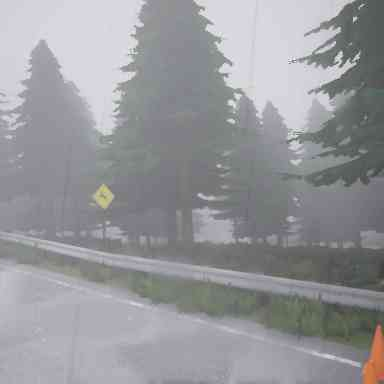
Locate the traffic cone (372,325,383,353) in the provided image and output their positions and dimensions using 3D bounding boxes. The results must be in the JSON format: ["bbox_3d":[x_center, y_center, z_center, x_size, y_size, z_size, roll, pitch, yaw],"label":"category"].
[{"bbox_3d":[2.322,1.956,4.124,0.340,0.580,0.340,0,0,34],"label":"traffic cone"}]

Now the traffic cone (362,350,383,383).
[{"bbox_3d":[1.775,1.956,3.289,0.340,0.580,0.340,0,0,34],"label":"traffic cone"}]
